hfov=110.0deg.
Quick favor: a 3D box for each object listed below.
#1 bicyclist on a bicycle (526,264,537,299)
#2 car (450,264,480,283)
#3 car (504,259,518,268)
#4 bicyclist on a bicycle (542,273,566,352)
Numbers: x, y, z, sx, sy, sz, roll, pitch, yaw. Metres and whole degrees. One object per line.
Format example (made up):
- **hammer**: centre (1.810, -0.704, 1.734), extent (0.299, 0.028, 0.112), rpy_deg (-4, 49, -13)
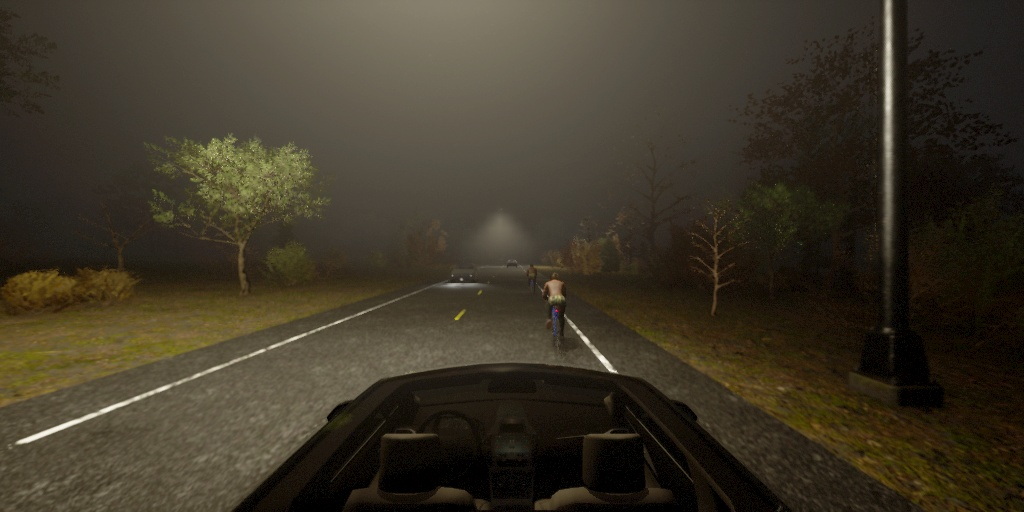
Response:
- **bicyclist on a bicycle**: centre (0.958, 1.201, 17.226), extent (0.582, 1.620, 1.656), rpy_deg (0, 0, 0)
- **car**: centre (-3.604, 1.300, 28.291), extent (2.033, 1.411, 5.357), rpy_deg (0, 0, 0)
- **car**: centre (0.036, 1.382, 64.011), extent (1.895, 1.301, 4.718), rpy_deg (0, 0, 0)
- **bicyclist on a bicycle**: centre (0.960, 1.201, 7.971), extent (0.582, 1.620, 1.656), rpy_deg (0, 0, 0)
